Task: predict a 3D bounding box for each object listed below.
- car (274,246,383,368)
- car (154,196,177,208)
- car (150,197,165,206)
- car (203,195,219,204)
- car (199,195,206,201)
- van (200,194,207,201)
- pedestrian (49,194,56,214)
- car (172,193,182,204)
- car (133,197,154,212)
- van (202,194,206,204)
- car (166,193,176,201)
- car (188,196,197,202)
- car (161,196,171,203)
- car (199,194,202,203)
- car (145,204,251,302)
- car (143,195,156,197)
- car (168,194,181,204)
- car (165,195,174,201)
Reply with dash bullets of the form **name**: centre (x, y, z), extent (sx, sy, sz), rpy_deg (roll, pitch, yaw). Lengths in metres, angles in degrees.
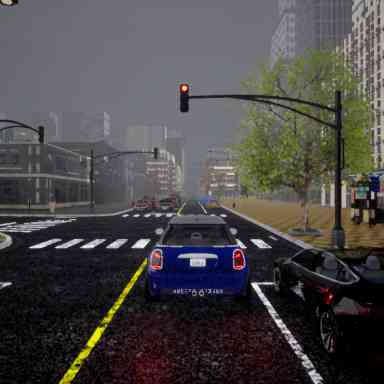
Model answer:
- **car**: centre (2.701, 1.566, 5.749), extent (1.947, 1.339, 4.313), rpy_deg (0, 0, 0)
- **car**: centre (-3.041, 1.528, 38.522), extent (1.812, 1.442, 4.674), rpy_deg (0, 0, -2)
- **car**: centre (-5.613, 1.555, 54.890), extent (2.008, 1.369, 4.403), rpy_deg (0, 0, 0)
- **car**: centre (2.752, 1.528, 43.948), extent (1.752, 1.417, 4.829), rpy_deg (0, 0, 0)
- **car**: centre (2.812, 1.534, 88.357), extent (1.752, 1.417, 4.829), rpy_deg (0, 0, 0)
- **van**: centre (2.806, 1.349, 82.636), extent (1.690, 1.788, 3.998), rpy_deg (0, 0, 0)
- **pedestrian**: centre (-12.709, 1.039, 30.250), extent (0.375, 1.860, 0.375), rpy_deg (0, -1, -1)
- **car**: centre (-2.989, 1.228, 59.952), extent (2.150, 2.045, 5.566), rpy_deg (0, 0, 1)
- **car**: centre (-5.636, 1.585, 38.236), extent (1.802, 1.307, 4.206), rpy_deg (0, 0, 0)
- **van**: centre (2.761, 1.345, 49.330), extent (1.690, 1.788, 3.998), rpy_deg (0, 0, 0)
- **car**: centre (-5.568, 1.324, 88.196), extent (2.192, 1.841, 5.009), rpy_deg (0, 0, 0)
- **car**: centre (0.107, 1.548, 79.251), extent (2.033, 1.411, 5.357), rpy_deg (0, 0, 0)
- **car**: centre (-5.591, 1.532, 71.373), extent (1.752, 1.417, 4.829), rpy_deg (0, 0, 0)
- **car**: centre (2.774, 1.556, 60.432), extent (2.008, 1.369, 4.403), rpy_deg (0, 0, 0)
- **car**: centre (0.112, 1.353, 8.417), extent (2.097, 1.767, 4.553), rpy_deg (0, 0, 0)
- **car**: centre (-5.627, 1.318, 43.787), extent (2.192, 1.841, 5.009), rpy_deg (0, 0, 0)
- **car**: centre (-3.032, 1.481, 48.556), extent (1.882, 1.535, 5.008), rpy_deg (0, 0, 0)
- **car**: centre (-5.576, 1.559, 82.645), extent (2.008, 1.369, 4.403), rpy_deg (0, 0, 0)
